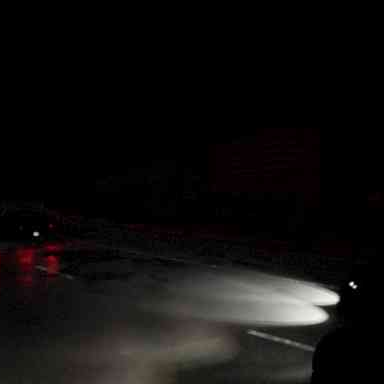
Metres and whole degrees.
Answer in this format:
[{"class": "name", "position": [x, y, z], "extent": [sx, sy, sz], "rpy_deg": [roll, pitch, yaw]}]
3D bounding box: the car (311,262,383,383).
[{"class": "car", "position": [3.257, 1.491, 1.801], "extent": [5.008, 1.535, 1.882], "rpy_deg": [0, 0, 34]}]

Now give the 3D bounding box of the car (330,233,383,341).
[{"class": "car", "position": [4.581, 1.586, 5.159], "extent": [4.181, 1.385, 1.994], "rpy_deg": [0, 0, 35]}]

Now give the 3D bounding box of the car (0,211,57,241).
[{"class": "car", "position": [-8.602, 1.611, 16.730], "extent": [1.895, 1.301, 4.718], "rpy_deg": [0, 0, -43]}]
